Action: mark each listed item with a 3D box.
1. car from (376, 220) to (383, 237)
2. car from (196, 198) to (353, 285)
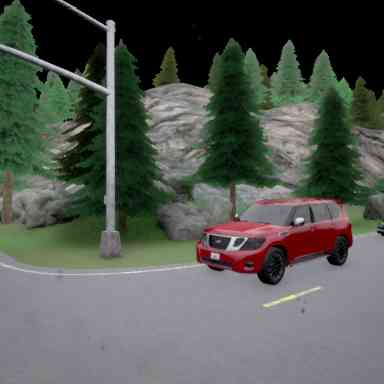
[{"bbox_3d":[11.465,1.560,17.087,5.357,1.411,2.033,0,0,-39],"label":"car"},{"bbox_3d":[2.696,1.225,9.937,5.566,2.045,2.150,0,0,-40],"label":"car"}]
